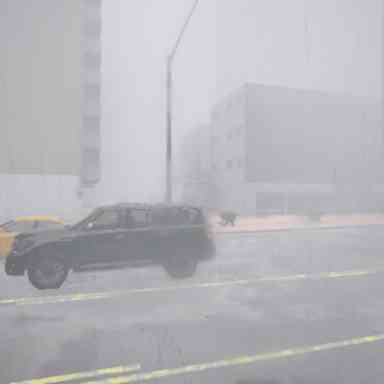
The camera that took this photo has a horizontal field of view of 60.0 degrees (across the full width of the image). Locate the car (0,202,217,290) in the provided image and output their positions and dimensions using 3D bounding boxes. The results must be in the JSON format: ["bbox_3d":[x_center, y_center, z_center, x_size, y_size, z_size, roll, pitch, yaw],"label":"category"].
[{"bbox_3d":[-2.045,1.330,9.414,5.566,2.045,2.150,0,-1,-18],"label":"car"}]

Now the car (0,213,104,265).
[{"bbox_3d":[-5.794,1.605,11.888,5.008,1.535,1.882,1,-1,-18],"label":"car"}]
